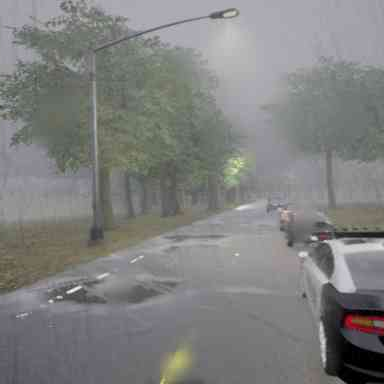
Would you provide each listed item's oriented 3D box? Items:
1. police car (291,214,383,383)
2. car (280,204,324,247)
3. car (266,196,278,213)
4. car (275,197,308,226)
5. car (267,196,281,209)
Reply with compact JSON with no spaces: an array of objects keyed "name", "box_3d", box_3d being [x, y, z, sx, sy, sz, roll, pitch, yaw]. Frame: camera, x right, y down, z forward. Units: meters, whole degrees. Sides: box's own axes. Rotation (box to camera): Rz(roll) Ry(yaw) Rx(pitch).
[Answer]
[{"name":"police car","box_3d":[2.884,1.403,5.464,1.930,1.638,5.238,-2,-1,13]},{"name":"car","box_3d":[5.163,1.525,15.088,1.837,1.490,4.892,-2,-1,13]},{"name":"car","box_3d":[10.600,1.642,42.425,2.097,1.767,4.553,-2,-1,14]},{"name":"car","box_3d":[6.534,1.403,20.903,2.097,1.767,4.553,-2,-1,13]},{"name":"car","box_3d":[13.684,1.690,55.660,2.150,2.045,5.566,-2,-1,13]}]
